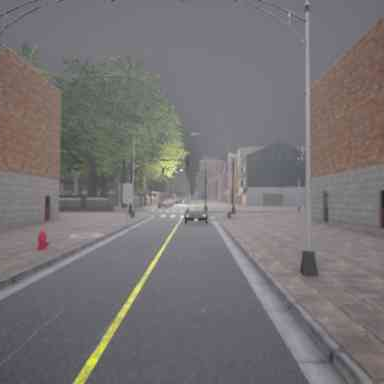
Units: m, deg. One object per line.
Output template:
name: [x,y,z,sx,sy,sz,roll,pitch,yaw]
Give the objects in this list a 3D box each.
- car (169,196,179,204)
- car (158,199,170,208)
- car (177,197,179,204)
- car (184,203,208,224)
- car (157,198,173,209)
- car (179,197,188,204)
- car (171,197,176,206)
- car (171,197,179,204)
car: [-4.641,2.102,84.869,2.192,1.841,5.009,1,-1,0]
car: [-4.826,2.021,57.906,1.752,1.417,4.829,2,-1,0]
car: [-4.674,2.305,79.416,1.802,1.307,4.206,2,-1,0]
car: [0.359,1.837,27.239,1.895,1.301,4.718,0,0,1]
car: [-4.811,2.027,55.932,2.008,1.369,4.403,2,-1,0]
car: [-2.043,2.277,80.995,2.128,1.511,4.902,0,-1,0]
car: [-4.750,2.098,63.067,2.008,1.369,4.403,2,-1,0]
car: [-4.619,2.293,90.317,1.967,1.590,4.097,1,-1,0]
